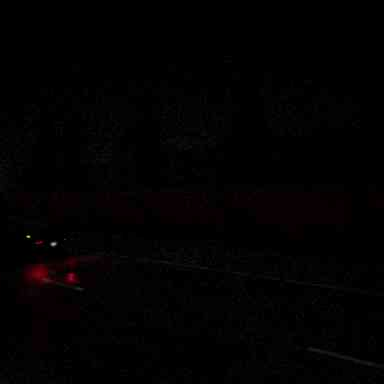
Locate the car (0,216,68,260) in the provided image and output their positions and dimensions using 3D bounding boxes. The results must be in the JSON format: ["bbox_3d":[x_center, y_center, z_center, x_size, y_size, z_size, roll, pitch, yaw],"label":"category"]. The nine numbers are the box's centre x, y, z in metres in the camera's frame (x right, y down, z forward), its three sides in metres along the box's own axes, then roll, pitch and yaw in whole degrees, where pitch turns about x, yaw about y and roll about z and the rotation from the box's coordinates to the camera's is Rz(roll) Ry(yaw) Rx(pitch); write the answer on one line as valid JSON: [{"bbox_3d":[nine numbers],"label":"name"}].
[{"bbox_3d":[-6.787,1.670,13.122,4.674,1.442,1.812,-1,0,35],"label":"car"}]
